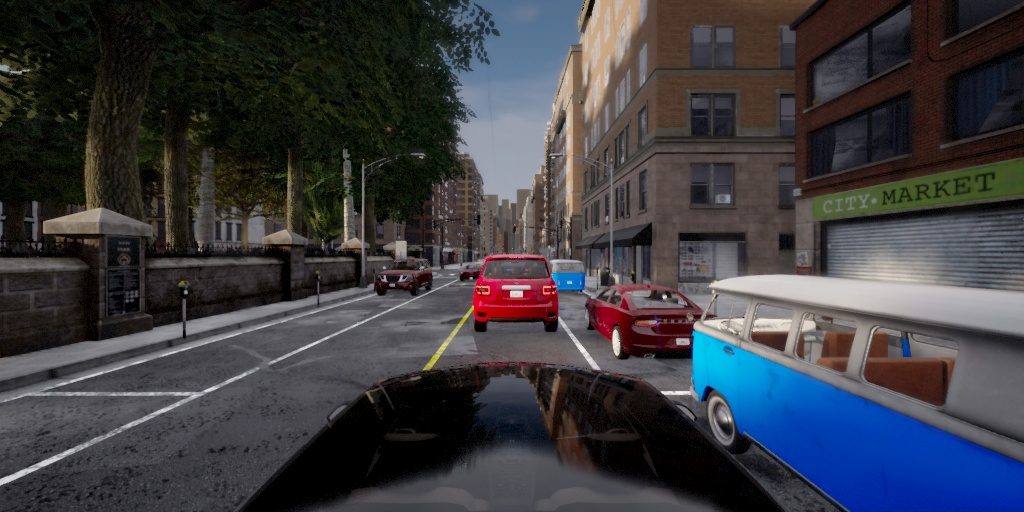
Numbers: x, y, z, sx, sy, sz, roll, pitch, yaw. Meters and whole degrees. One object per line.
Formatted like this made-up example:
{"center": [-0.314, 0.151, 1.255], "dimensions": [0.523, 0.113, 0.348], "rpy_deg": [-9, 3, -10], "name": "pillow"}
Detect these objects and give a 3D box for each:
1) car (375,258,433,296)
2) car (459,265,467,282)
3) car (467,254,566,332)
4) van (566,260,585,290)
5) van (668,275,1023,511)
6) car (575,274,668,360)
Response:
{"center": [-5.673, 1.059, 19.492], "dimensions": [2.192, 1.841, 5.009], "rpy_deg": [0, 0, 0], "name": "car"}
{"center": [-3.018, 1.339, 28.802], "dimensions": [1.895, 1.301, 4.718], "rpy_deg": [0, 0, 0], "name": "car"}
{"center": [0.095, 0.970, 10.972], "dimensions": [2.150, 2.045, 5.566], "rpy_deg": [0, 0, 0], "name": "car"}
{"center": [2.851, 1.086, 19.535], "dimensions": [1.690, 1.789, 3.998], "rpy_deg": [0, 0, 0], "name": "van"}
{"center": [2.856, 1.091, 2.553], "dimensions": [1.690, 1.789, 3.998], "rpy_deg": [0, 0, 0], "name": "van"}
{"center": [2.855, 1.294, 8.214], "dimensions": [1.888, 1.381, 4.507], "rpy_deg": [0, 0, 0], "name": "car"}
